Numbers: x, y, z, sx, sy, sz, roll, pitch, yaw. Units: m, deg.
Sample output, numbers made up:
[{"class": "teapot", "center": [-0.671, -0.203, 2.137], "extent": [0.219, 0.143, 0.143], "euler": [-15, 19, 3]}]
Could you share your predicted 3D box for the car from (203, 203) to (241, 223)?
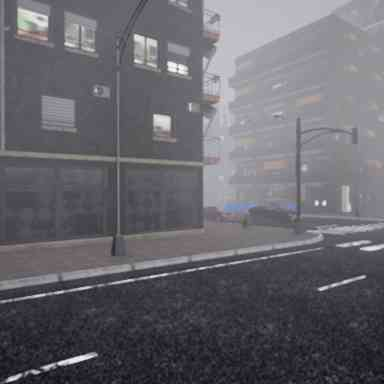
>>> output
[{"class": "car", "center": [2.004, 1.875, 28.841], "extent": [1.802, 1.307, 4.206], "euler": [-1, 0, -36]}]

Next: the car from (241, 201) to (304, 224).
[{"class": "car", "center": [6.683, 1.718, 26.835], "extent": [2.128, 1.511, 4.902], "euler": [0, -1, -37]}]

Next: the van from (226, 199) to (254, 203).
[{"class": "van", "center": [5.415, 1.677, 38.279], "extent": [1.690, 1.788, 3.998], "euler": [-1, 0, -36]}]

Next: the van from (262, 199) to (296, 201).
[{"class": "van", "center": [8.737, 1.604, 33.768], "extent": [1.690, 1.788, 3.998], "euler": [-1, 0, -36]}]
